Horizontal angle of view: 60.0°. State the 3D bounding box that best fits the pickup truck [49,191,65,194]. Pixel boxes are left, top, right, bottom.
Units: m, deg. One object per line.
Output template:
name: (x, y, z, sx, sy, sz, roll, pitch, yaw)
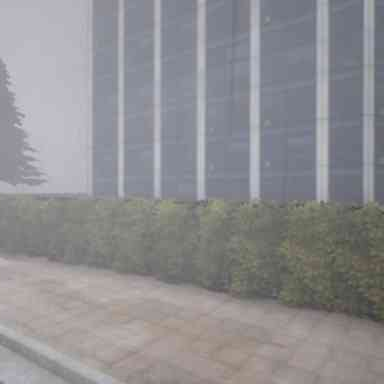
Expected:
pickup truck: (-26.245, 0.903, 65.148, 6.274, 2.098, 2.390, 0, 0, -24)
